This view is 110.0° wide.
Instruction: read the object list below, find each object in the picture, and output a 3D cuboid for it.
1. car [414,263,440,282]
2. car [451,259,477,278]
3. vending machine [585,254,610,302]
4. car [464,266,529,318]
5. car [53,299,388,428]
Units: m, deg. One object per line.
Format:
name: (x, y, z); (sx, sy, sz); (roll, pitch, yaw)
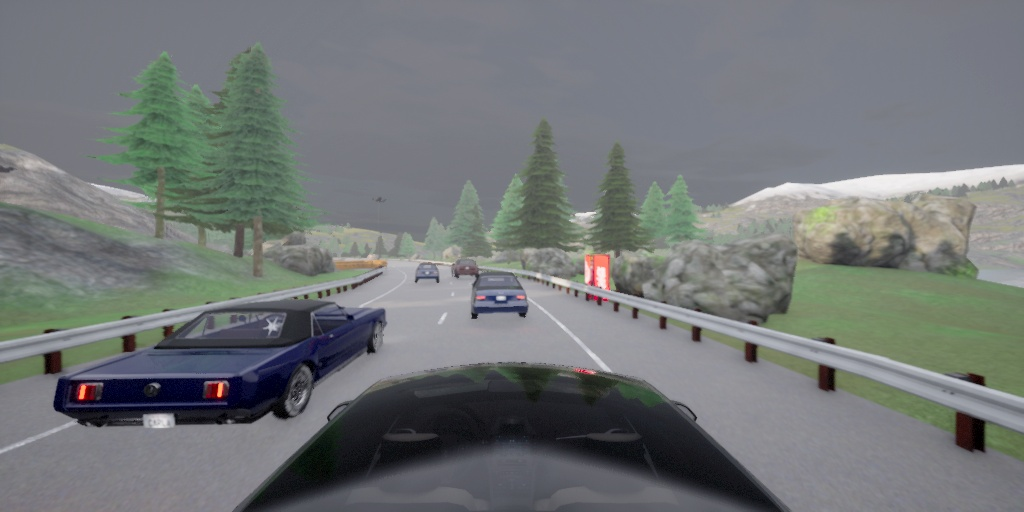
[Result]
car: (-6.735, 1.277, 28.462); (2.033, 1.411, 5.357); (0, 0, -14)
car: (-4.462, 1.066, 33.383); (2.097, 1.767, 4.553); (0, 0, -15)
vending machine: (3.893, 0.910, 16.418); (1.100, 2.100, 0.880); (0, 0, -7)
car: (-0.583, 1.281, 13.018); (2.033, 1.411, 5.357); (0, 0, -6)
car: (-3.592, 1.356, 5.798); (1.895, 1.301, 4.718); (0, 0, -2)
